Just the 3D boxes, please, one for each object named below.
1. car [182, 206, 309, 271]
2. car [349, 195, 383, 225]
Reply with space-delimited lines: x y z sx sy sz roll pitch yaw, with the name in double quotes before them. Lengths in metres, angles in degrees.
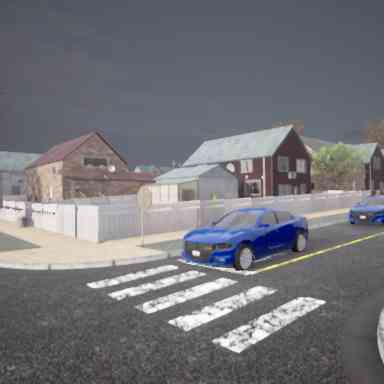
"car" 1.843 1.247 10.391 1.882 1.535 5.008 -2 0 44
"car" 10.457 0.942 18.429 5.008 1.535 1.882 -2 0 -42
